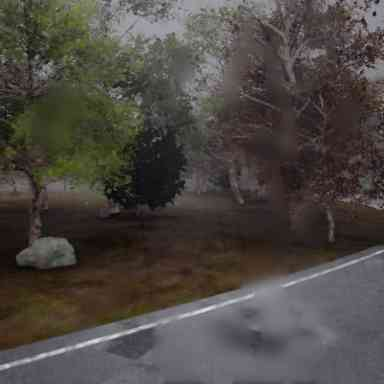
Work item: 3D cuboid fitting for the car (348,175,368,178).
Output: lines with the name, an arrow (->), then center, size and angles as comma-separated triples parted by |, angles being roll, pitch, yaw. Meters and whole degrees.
car -> 33.203, -3.003, 67.918 | 4.718, 1.301, 1.895 | -4, 3, -3

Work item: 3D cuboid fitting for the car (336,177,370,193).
car -> 19.165, -0.594, 40.383 | 2.128, 1.511, 4.902 | -6, 4, -29

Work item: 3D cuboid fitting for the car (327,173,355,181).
car -> 31.810, -3.193, 71.028 | 5.008, 1.535, 1.882 | -4, 3, -7
